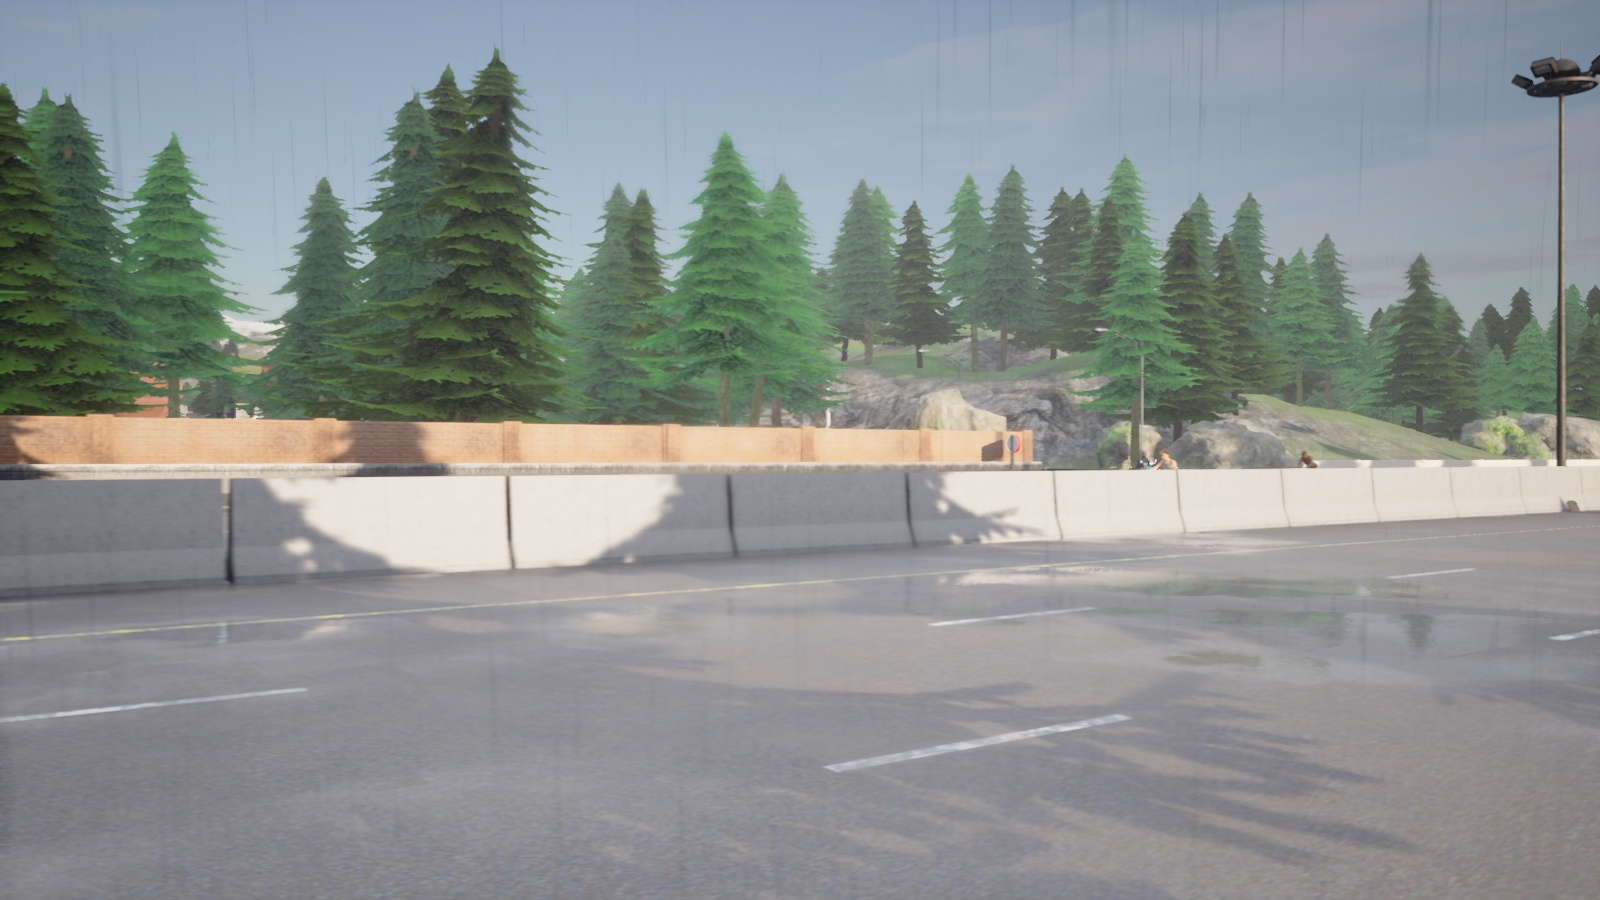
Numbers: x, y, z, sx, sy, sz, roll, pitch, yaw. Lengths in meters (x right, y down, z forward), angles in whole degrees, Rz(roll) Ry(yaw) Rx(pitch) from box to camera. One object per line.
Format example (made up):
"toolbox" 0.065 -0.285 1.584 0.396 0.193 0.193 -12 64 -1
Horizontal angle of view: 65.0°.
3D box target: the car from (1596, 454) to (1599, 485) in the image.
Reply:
"car" 37.584 0.869 56.064 4.181 1.385 1.994 0 0 -35

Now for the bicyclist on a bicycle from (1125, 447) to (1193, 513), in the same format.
"bicyclist on a bicycle" 9.008 0.742 31.505 1.509 1.612 0.866 0 0 -35
